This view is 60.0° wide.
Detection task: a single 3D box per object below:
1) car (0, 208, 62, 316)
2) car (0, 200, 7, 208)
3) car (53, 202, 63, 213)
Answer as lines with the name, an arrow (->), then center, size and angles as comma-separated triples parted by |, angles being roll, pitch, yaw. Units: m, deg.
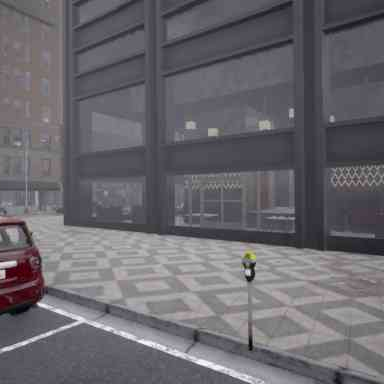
car -> -4.828, 1.317, 6.295 | 5.009, 1.841, 2.192 | 0, -1, 35
car -> -19.250, 1.503, 29.964 | 2.097, 1.767, 4.553 | -1, -1, 36
car -> -13.137, 1.459, 38.451 | 2.150, 2.045, 5.566 | -1, -1, 36
